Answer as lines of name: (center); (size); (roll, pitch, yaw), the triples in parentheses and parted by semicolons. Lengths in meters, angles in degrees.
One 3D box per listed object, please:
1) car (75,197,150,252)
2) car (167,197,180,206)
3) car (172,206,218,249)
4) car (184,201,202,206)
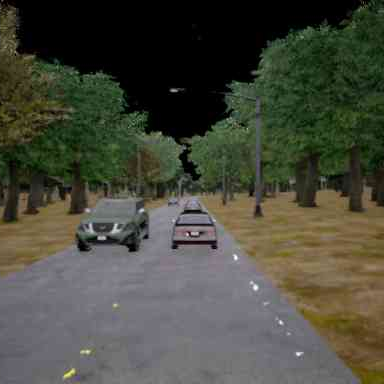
car: (-3.098, 1.236, 14.219); (2.150, 2.045, 5.566); (0, 0, 0)
car: (-3.052, 1.622, 55.685); (1.837, 1.490, 4.892); (0, 0, 0)
car: (0.100, 1.563, 14.671); (2.033, 1.411, 5.357); (0, 0, 0)
car: (0.104, 1.624, 35.992); (1.994, 1.385, 4.181); (0, 0, 0)
